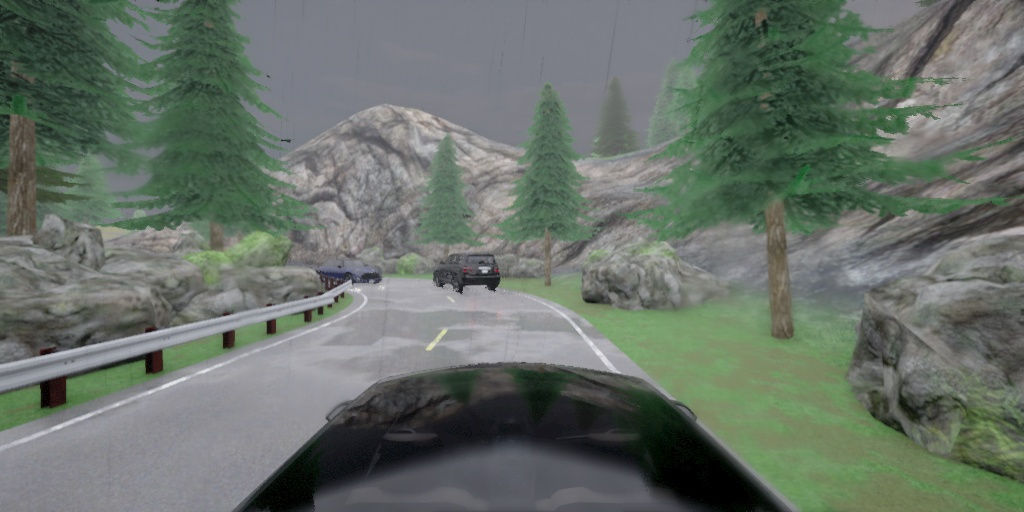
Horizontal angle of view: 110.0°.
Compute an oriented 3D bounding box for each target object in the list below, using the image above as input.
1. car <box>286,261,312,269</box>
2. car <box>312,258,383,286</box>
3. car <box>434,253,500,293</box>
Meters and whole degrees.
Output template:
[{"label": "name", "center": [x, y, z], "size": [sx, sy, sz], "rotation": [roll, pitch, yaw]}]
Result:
[{"label": "car", "center": [-19.360, 1.101, 30.311], "size": [5.357, 1.411, 2.033], "rotation": [0, 0, 1]}, {"label": "car", "center": [-10.526, 0.954, 23.290], "size": [4.553, 1.767, 2.097], "rotation": [0, 1, 33]}, {"label": "car", "center": [-2.637, 0.846, 20.040], "size": [2.150, 2.045, 5.566], "rotation": [0, 0, -29]}]
